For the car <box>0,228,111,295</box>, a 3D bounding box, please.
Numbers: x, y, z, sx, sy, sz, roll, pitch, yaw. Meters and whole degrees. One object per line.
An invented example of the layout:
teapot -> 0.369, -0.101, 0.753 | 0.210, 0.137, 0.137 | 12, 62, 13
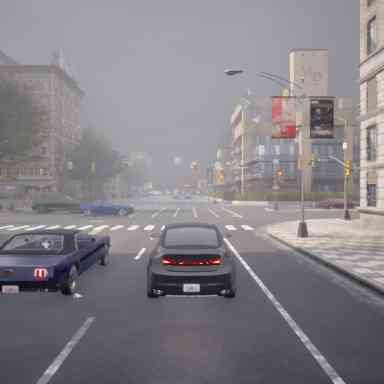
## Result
car -> -3.518, 1.601, 8.675 | 1.895, 1.301, 4.718 | 0, 0, 0

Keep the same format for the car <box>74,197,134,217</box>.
car -> -7.935, 1.477, 30.952 | 5.008, 1.535, 1.882 | 0, 0, 0

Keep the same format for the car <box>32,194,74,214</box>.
car -> -13.536, 1.221, 34.413 | 5.566, 2.045, 2.150 | 0, 0, 0

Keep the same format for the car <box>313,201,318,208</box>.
car -> 19.282, 1.526, 46.338 | 4.674, 1.442, 1.812 | 0, 0, 0

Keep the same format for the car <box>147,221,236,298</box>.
car -> -0.019, 1.505, 8.497 | 1.837, 1.490, 4.892 | 0, 0, 0

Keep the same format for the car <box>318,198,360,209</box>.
car -> 19.325, 1.601, 42.839 | 4.718, 1.301, 1.895 | 0, 0, 0
